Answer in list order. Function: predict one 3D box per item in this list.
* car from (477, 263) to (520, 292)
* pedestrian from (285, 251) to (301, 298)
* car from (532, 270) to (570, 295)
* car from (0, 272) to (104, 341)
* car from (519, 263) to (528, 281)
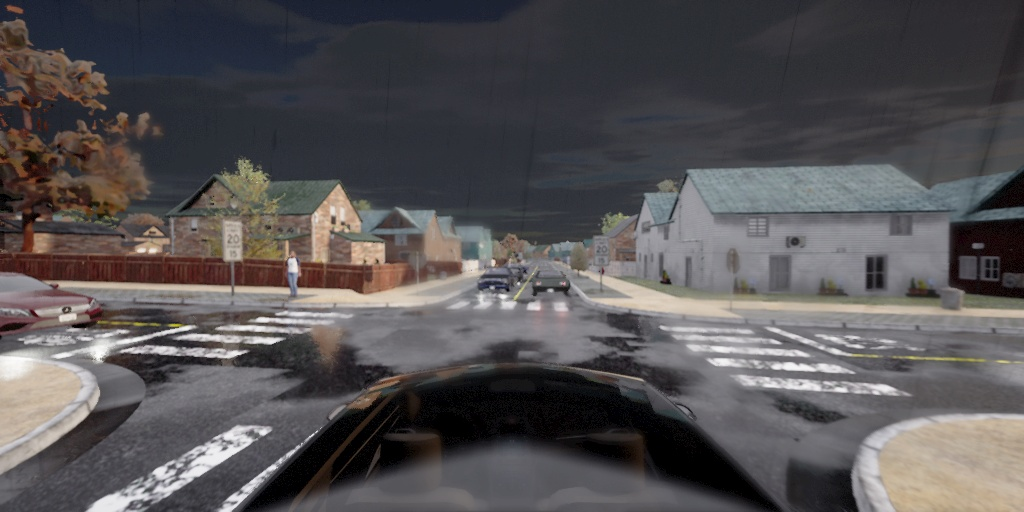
[{"bbox_3d":[-0.852,1.382,22.427,2.033,1.411,5.357,0,0,5],"label":"car"},{"bbox_3d":[-8.471,0.679,13.934,0.375,1.860,0.375,0,0,6],"label":"pedestrian"},{"bbox_3d":[2.096,1.422,20.062,1.895,1.301,4.718,0,0,4],"label":"car"},{"bbox_3d":[-12.504,1.110,8.473,4.674,1.442,1.812,1,1,6],"label":"car"},{"bbox_3d":[0.020,1.363,32.215,2.128,1.511,4.902,0,0,5],"label":"car"}]
